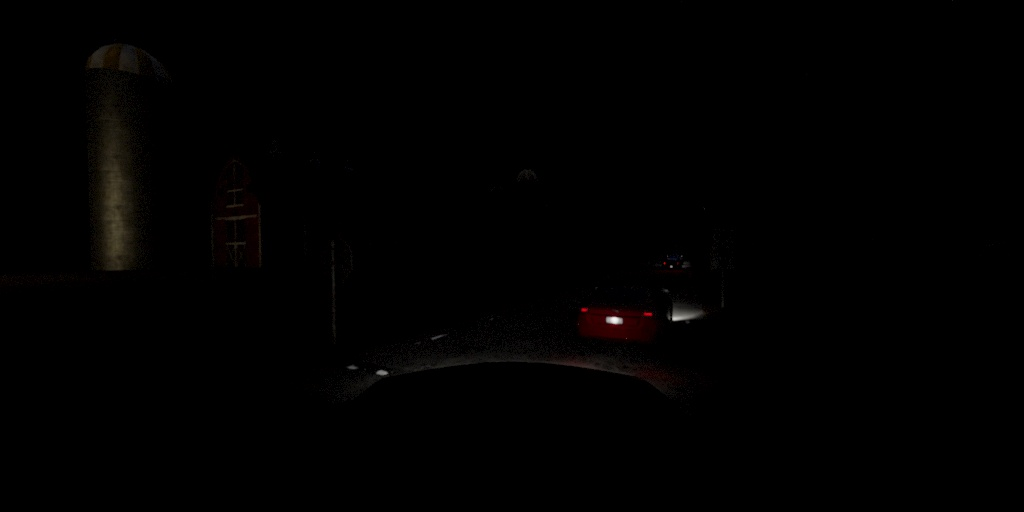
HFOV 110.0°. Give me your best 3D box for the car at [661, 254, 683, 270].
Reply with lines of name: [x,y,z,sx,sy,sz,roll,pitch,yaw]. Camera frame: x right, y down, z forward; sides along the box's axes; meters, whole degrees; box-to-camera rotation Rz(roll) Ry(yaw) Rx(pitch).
car: [16.969,0.724,37.955,1.895,1.301,4.718,0,1,26]

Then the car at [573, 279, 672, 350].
car: [2.990,1.293,9.221,1.994,1.385,4.181,0,0,26]
